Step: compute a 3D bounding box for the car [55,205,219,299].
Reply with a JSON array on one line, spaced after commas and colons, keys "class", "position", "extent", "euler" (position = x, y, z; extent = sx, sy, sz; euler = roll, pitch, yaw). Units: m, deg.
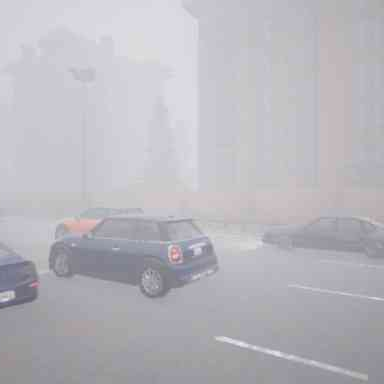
[{"class": "car", "position": [-1.646, 1.361, 8.679], "extent": [4.553, 1.767, 2.097], "euler": [0, 0, 33]}]

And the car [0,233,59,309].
[{"class": "car", "position": [-4.959, 1.530, 6.653], "extent": [4.674, 1.442, 1.812], "euler": [0, 0, 33]}]

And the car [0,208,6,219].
[{"class": "car", "position": [-17.380, 1.565, 27.206], "extent": [5.357, 1.411, 2.033], "euler": [0, 0, 33]}]

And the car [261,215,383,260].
[{"class": "car", "position": [5.402, 1.565, 12.452], "extent": [5.357, 1.411, 2.033], "euler": [0, 0, 33]}]
